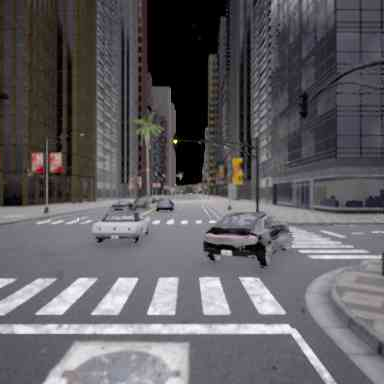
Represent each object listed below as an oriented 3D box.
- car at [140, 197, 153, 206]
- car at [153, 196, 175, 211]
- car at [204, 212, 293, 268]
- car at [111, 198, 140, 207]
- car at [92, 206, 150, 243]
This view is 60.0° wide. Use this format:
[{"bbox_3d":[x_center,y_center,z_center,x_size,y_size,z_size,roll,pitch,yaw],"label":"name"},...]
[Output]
[{"bbox_3d":[-6.589,1.485,43.401,1.837,1.490,4.892,0,0,0],"label":"car"},{"bbox_3d":[-3.152,1.542,40.046,1.994,1.385,4.181,0,0,0],"label":"car"},{"bbox_3d":[2.049,1.423,11.222,2.128,1.511,4.902,-1,0,27],"label":"car"},{"bbox_3d":[-6.586,1.540,31.729,1.994,1.385,4.181,0,0,1],"label":"car"},{"bbox_3d":[-3.157,1.564,15.870,1.895,1.301,4.718,0,0,0],"label":"car"}]
